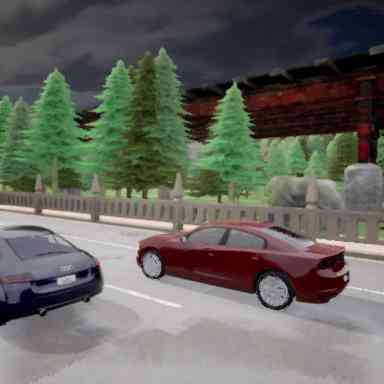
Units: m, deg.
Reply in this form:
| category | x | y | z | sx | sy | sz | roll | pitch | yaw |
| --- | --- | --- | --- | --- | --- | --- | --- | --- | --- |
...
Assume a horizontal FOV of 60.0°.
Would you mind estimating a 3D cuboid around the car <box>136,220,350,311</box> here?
| category | x | y | z | sx | sy | sz | roll | pitch | yaw |
| --- | --- | --- | --- | --- | --- | --- | --- | --- | --- |
| car | 0.893 | 1.382 | 7.697 | 5.008 | 1.535 | 1.882 | 2 | 1 | 36 |

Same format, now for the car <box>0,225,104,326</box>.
| category | x | y | z | sx | sy | sz | roll | pitch | yaw |
| --- | --- | --- | --- | --- | --- | --- | --- | --- | --- |
| car | -3.707 | 1.377 | 6.719 | 4.181 | 1.385 | 1.994 | 2 | 1 | 36 |
